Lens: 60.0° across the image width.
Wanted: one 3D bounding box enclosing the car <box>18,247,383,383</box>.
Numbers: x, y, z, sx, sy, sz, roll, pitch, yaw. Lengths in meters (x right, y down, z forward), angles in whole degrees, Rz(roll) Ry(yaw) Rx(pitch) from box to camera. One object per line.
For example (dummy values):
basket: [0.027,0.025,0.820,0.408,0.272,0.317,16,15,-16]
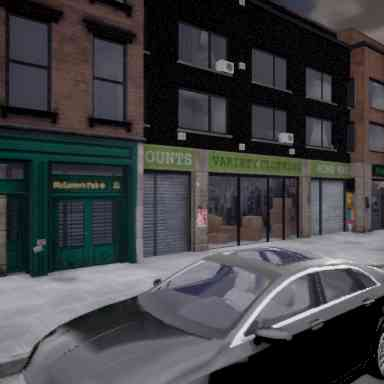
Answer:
car: [0.705,1.491,3.879,4.902,1.511,2.128,0,0,-35]
